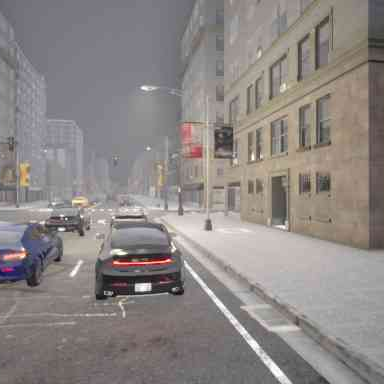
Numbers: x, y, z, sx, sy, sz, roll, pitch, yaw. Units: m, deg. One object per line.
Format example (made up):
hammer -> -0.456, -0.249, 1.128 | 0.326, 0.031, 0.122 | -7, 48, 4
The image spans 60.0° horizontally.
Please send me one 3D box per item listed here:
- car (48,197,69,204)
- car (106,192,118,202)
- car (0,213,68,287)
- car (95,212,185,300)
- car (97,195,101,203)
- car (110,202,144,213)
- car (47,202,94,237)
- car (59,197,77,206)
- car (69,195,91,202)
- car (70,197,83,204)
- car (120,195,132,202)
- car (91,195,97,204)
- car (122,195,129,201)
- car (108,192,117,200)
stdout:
car -> -19.627, 1.515, 48.188 | 2.128, 1.511, 4.902 | 0, 0, -14
car -> -18.857, 1.251, 77.780 | 2.150, 2.045, 5.566 | 0, 0, -11
car -> -4.803, 1.528, 9.057 | 1.812, 1.442, 4.674 | 0, 0, -11
car -> -1.378, 1.507, 8.498 | 1.837, 1.490, 4.892 | 0, 0, -11
car -> -20.119, 1.582, 67.660 | 1.994, 1.385, 4.181 | 0, 0, -11
car -> -3.329, 1.497, 17.618 | 2.128, 1.511, 4.902 | 0, 0, -11
car -> -6.624, 1.511, 18.022 | 1.837, 1.490, 4.892 | 0, 0, -12
car -> -21.489, 1.574, 57.756 | 2.033, 1.411, 5.357 | 0, 0, -11
car -> -16.416, 1.501, 48.967 | 1.882, 1.535, 5.008 | 0, 0, -11
car -> -23.422, 1.624, 67.595 | 1.895, 1.301, 4.718 | 0, 0, -11
car -> -10.671, 1.625, 54.011 | 1.895, 1.301, 4.718 | 0, 0, -11
car -> -18.228, 1.379, 58.051 | 2.097, 1.767, 4.553 | 0, 0, -12
car -> -17.489, 1.508, 87.380 | 1.882, 1.535, 5.008 | 0, 0, -11
car -> -20.930, 1.124, 87.991 | 2.150, 2.045, 5.566 | 0, 0, -11
